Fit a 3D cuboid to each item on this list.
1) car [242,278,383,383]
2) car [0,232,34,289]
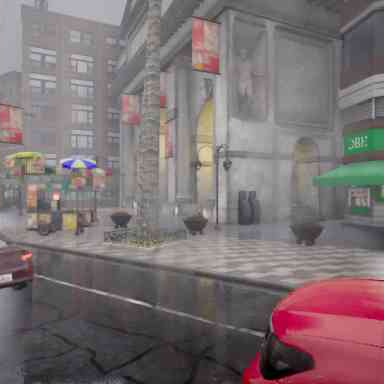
[{"bbox_3d":[3.039,1.223,1.721,5.566,2.045,2.150,0,0,36],"label":"car"},{"bbox_3d":[-5.544,1.526,7.821,4.674,1.442,1.812,0,0,35],"label":"car"}]
